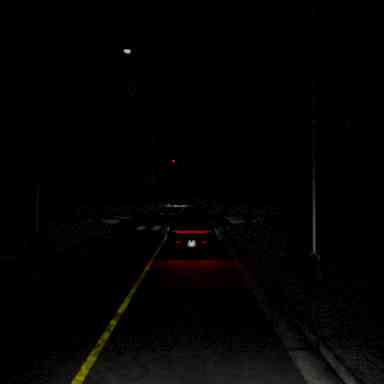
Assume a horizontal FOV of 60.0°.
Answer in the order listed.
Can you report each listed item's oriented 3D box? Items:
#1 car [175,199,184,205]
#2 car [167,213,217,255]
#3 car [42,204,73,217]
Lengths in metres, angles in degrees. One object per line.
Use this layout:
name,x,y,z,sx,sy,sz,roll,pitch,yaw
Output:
car,-2.827,2.232,74.467,1.895,1.301,4.718,0,0,0
car,-0.014,1.625,13.970,2.128,1.511,4.902,0,-1,0
car,-14.801,1.911,35.128,4.313,1.339,1.947,0,-1,0
